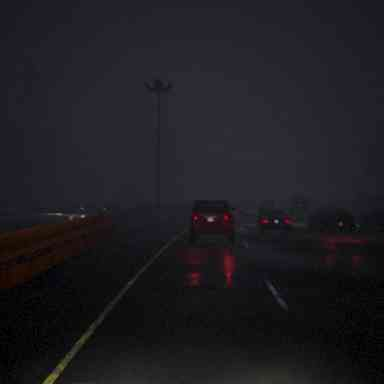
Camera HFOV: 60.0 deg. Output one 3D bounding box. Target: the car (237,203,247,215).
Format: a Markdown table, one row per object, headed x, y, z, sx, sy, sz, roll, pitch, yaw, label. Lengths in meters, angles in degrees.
| x | y | z | sx | sy | sz | roll | pitch | yaw | label |
| --- | --- | --- | --- | --- | --- | --- | --- | --- | --- |
| 5.380 | 1.933 | 39.162 | 1.895 | 1.301 | 4.718 | 0 | 0 | 15 | car |

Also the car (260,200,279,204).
| x | y | z | sx | sy | sz | roll | pitch | yaw | label |
| --- | --- | --- | --- | --- | --- | --- | --- | --- | --- |
| 9.031 | 1.684 | 39.074 | 2.097 | 1.767 | 4.553 | 0 | -1 | 16 | car |

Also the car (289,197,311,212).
| x | y | z | sx | sy | sz | roll | pitch | yaw | label |
| --- | --- | --- | --- | --- | --- | --- | --- | --- | --- |
| 12.362 | 1.547 | 38.126 | 2.150 | 2.045 | 5.566 | 0 | 0 | 16 | car |

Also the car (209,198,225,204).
| x | y | z | sx | sy | sz | roll | pitch | yaw | label |
| --- | --- | --- | --- | --- | --- | --- | --- | --- | --- |
| 5.817 | 2.062 | 77.188 | 1.812 | 1.442 | 4.674 | 0 | -1 | 28 | car |

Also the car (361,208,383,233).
| x | y | z | sx | sy | sz | roll | pitch | yaw | label |
| --- | --- | --- | --- | --- | --- | --- | --- | --- | --- |
| 12.155 | 1.727 | 20.972 | 2.033 | 1.411 | 5.357 | 0 | -1 | 9 | car |

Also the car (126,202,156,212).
| x | y | z | sx | sy | sz | roll | pitch | yaw | label |
| --- | --- | --- | --- | --- | --- | --- | --- | --- | --- |
| -5.828 | 1.873 | 38.664 | 2.033 | 1.411 | 5.357 | 0 | 0 | 14 | car |

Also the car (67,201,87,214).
| x | y | z | sx | sy | sz | roll | pitch | yaw | label |
| --- | --- | --- | --- | --- | --- | --- | --- | --- | --- |
| -12.592 | 1.845 | 40.266 | 1.837 | 1.490 | 4.892 | 0 | -1 | 14 | car |

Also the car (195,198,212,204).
| x | y | z | sx | sy | sz | roll | pitch | yaw | label |
| --- | --- | --- | --- | --- | --- | --- | --- | --- | --- |
| 2.770 | 2.143 | 78.909 | 1.895 | 1.301 | 4.718 | 0 | -1 | 28 | car |

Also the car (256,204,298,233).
| x | y | z | sx | sy | sz | roll | pitch | yaw | label |
| --- | --- | --- | --- | --- | --- | --- | --- | --- | --- |
| 5.114 | 1.728 | 21.155 | 2.033 | 1.411 | 5.357 | 0 | 0 | 8 | car |

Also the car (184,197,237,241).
| x | y | z | sx | sy | sz | roll | pitch | yaw | label |
| --- | --- | --- | --- | --- | --- | --- | --- | --- | --- |
| 1.154 | 1.373 | 17.780 | 2.150 | 2.045 | 5.566 | 0 | 0 | 7 | car |

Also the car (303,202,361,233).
| x | y | z | sx | sy | sz | roll | pitch | yaw | label |
| --- | --- | --- | --- | --- | --- | --- | --- | --- | --- |
| 8.671 | 1.657 | 21.033 | 1.882 | 1.535 | 5.008 | 0 | -1 | 8 | car |

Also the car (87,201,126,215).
| x | y | z | sx | sy | sz | roll | pitch | yaw | label |
| --- | --- | --- | --- | --- | --- | --- | --- | --- | --- |
| -9.605 | 1.844 | 37.775 | 1.812 | 1.442 | 4.674 | 0 | 0 | 14 | car |

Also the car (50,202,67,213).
| x | y | z | sx | sy | sz | roll | pitch | yaw | label |
| --- | --- | --- | --- | --- | --- | --- | --- | --- | --- |
| -15.819 | 1.914 | 41.737 | 1.994 | 1.385 | 4.181 | 0 | 0 | 15 | car |
